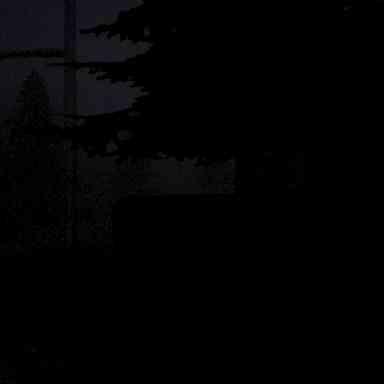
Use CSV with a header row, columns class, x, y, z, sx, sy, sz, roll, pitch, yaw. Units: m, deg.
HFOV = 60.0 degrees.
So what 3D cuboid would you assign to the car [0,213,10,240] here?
class,x,y,z,sx,sy,sz,roll,pitch,yaw
car,-10.389,1.309,14.084,2.097,1.767,4.553,0,0,32
